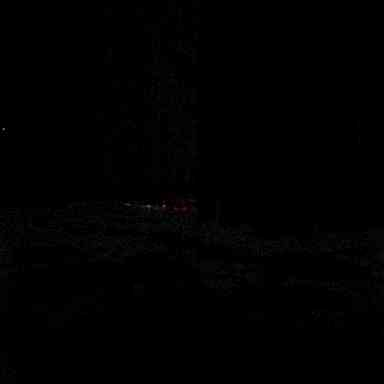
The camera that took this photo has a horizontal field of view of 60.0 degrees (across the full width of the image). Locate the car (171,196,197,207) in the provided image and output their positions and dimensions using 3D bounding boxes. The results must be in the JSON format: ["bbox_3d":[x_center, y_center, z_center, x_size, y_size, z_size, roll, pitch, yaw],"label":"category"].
[{"bbox_3d":[-0.537,1.411,51.492,2.097,1.767,4.553,0,0,36],"label":"car"}]

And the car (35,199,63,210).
[{"bbox_3d":[-18.102,1.617,44.039,1.895,1.301,4.718,0,0,36],"label":"car"}]

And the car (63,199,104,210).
[{"bbox_3d":[-14.112,1.627,44.017,1.895,1.301,4.718,0,0,36],"label":"car"}]

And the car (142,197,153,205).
[{"bbox_3d":[-6.941,1.569,59.417,1.812,1.442,4.674,0,0,36],"label":"car"}]

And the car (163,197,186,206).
[{"bbox_3d":[-3.050,1.654,59.216,1.994,1.385,4.181,0,0,36],"label":"car"}]

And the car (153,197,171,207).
[{"bbox_3d":[-3.484,1.577,52.968,1.812,1.442,4.674,0,0,36],"label":"car"}]

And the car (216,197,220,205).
[{"bbox_3d":[5.147,1.637,59.477,1.994,1.385,4.181,0,0,36],"label":"car"}]
